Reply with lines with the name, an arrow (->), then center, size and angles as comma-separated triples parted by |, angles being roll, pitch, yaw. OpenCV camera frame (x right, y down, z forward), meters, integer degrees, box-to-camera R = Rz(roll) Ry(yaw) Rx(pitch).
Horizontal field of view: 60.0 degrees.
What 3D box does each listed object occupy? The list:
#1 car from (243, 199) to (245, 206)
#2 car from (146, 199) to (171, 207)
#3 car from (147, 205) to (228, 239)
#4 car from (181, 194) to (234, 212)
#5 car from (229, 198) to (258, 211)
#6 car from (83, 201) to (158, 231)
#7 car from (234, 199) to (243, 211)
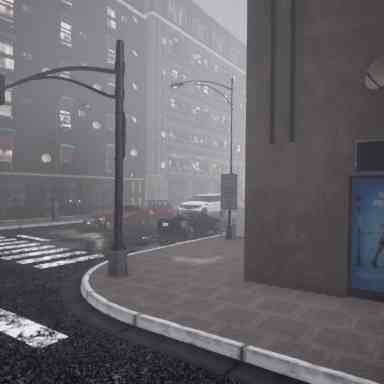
car -> 7.017, 1.289, 37.261 | 2.097, 1.767, 4.553 | 1, 1, 35
car -> -3.322, 1.362, 26.830 | 1.967, 1.590, 4.097 | 1, 1, 35
car -> -0.081, 1.599, 17.733 | 1.947, 1.339, 4.313 | 1, 1, 35
car -> 1.144, 1.171, 28.905 | 2.150, 2.045, 5.566 | 1, 1, 35
car -> 6.302, 1.483, 40.556 | 1.802, 1.307, 4.206 | 1, 1, 35
car -> -4.530, 1.487, 20.820 | 1.812, 1.442, 4.674 | 1, 1, 35
car -> 3.096, 1.223, 35.979 | 2.192, 1.841, 5.009 | 1, 1, 35
